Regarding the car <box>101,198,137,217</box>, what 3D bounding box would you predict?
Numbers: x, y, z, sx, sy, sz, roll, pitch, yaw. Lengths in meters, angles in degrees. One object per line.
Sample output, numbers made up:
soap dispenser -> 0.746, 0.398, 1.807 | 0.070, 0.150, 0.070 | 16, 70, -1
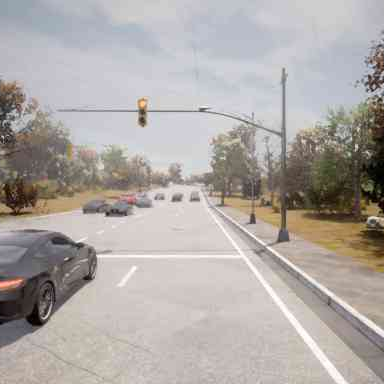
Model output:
car -> -6.864, 1.563, 31.600 | 1.994, 1.385, 4.181 | 0, 0, 0

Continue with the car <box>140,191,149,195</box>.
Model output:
car -> -9.939, 0.417, 68.413 | 1.882, 1.535, 5.008 | 0, 3, 1

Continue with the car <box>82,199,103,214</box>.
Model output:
car -> -10.326, 1.504, 35.936 | 1.837, 1.490, 4.892 | 0, 0, 1

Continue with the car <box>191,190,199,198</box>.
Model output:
car -> 0.623, 0.493, 74.461 | 1.812, 1.442, 4.674 | 0, 3, 1

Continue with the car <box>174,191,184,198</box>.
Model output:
car -> -2.884, 0.587, 74.043 | 1.895, 1.301, 4.718 | 0, 3, 1

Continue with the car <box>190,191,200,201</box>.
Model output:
car -> 0.628, 1.079, 64.588 | 1.895, 1.301, 4.718 | 0, 3, 1

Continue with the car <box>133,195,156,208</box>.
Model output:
car -> -6.723, 1.525, 47.288 | 1.812, 1.442, 4.674 | 0, 0, 1

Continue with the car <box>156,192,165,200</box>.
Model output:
car -> -6.459, 0.835, 67.290 | 2.128, 1.511, 4.902 | 0, 3, 1

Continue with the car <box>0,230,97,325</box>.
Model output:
car -> -3.403, 1.526, 6.968 | 1.812, 1.442, 4.674 | 0, 0, -1

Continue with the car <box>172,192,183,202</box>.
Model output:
car -> -2.877, 1.010, 64.109 | 1.837, 1.490, 4.892 | 0, 3, 1

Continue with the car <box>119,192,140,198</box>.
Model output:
car -> -10.177, 1.174, 52.752 | 2.150, 2.045, 5.566 | 0, 1, 0
